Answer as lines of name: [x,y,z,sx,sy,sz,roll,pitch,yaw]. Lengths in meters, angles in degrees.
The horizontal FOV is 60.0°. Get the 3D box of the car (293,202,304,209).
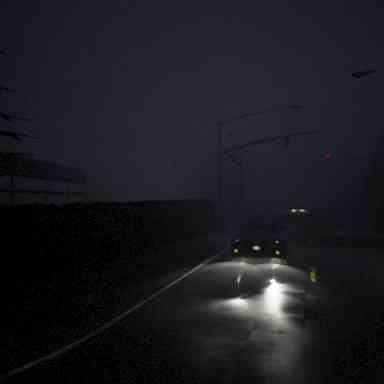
car: [19.227,2.398,59.864,1.895,1.301,4.718,-1,-1,20]

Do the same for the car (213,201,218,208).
car: [3.910,2.512,67.510,1.970,1.475,3.806,-1,-1,20]

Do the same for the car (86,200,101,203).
car: [-20.488,2.691,64.686,2.007,1.523,4.514,-1,-1,20]

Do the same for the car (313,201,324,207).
car: [25.107,2.371,65.983,1.895,1.301,4.718,-1,-1,19]

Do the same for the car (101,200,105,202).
car: [-23.099,2.930,84.870,2.152,1.636,5.027,-1,-1,20]

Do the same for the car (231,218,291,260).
car: [2.878,1.766,13.362,1.994,1.385,4.181,-1,-1,20]

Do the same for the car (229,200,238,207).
car: [9.235,2.536,73.475,1.845,1.501,3.633,-1,-1,20]

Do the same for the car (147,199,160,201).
car: [-8.196,2.596,79.924,1.932,1.855,4.605,-1,-1,20]

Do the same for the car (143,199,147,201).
car: [-11.069,2.623,80.524,1.905,1.878,3.866,-1,-1,20]
